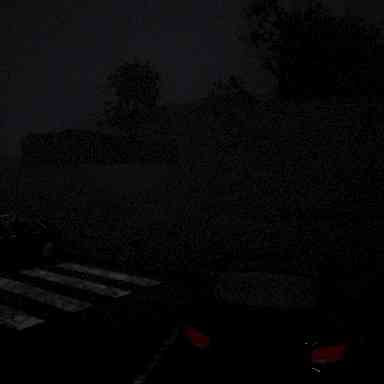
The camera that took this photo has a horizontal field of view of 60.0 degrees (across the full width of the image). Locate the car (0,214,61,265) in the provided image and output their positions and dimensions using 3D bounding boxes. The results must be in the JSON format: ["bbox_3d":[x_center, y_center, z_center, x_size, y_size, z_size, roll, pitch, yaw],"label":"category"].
[{"bbox_3d":[-6.114,1.505,10.175,2.231,1.521,4.892,0,-1,15],"label":"car"}]

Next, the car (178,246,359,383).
[{"bbox_3d":[1.155,1.532,4.970,2.002,1.452,4.674,0,-1,16],"label":"car"}]
